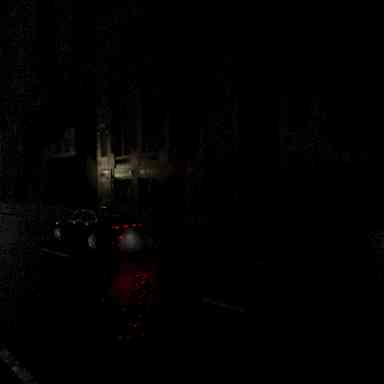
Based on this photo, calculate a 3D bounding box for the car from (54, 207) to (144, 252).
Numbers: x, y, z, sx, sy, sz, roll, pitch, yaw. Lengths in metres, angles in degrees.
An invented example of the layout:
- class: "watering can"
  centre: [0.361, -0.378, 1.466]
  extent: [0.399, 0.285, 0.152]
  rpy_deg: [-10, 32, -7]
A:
- class: "car"
  centre: [-3.891, 1.374, 13.432]
  extent: [4.892, 1.490, 1.837]
  rpy_deg: [0, 1, 45]
